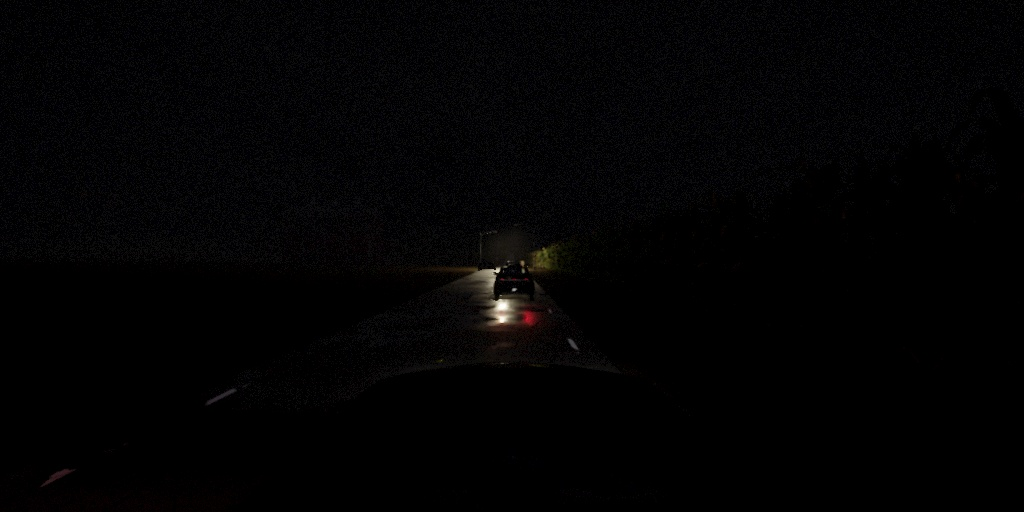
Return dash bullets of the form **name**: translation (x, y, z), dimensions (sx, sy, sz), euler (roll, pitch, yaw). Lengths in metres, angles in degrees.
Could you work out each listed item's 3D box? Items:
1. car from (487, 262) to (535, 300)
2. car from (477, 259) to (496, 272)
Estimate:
- **car**: translation (0.098, 1.251, 17.871), dimensions (2.128, 1.511, 4.902), euler (0, 0, 0)
- **car**: translation (-2.753, 0.994, 39.895), dimensions (1.994, 1.385, 4.181), euler (0, 0, 0)
